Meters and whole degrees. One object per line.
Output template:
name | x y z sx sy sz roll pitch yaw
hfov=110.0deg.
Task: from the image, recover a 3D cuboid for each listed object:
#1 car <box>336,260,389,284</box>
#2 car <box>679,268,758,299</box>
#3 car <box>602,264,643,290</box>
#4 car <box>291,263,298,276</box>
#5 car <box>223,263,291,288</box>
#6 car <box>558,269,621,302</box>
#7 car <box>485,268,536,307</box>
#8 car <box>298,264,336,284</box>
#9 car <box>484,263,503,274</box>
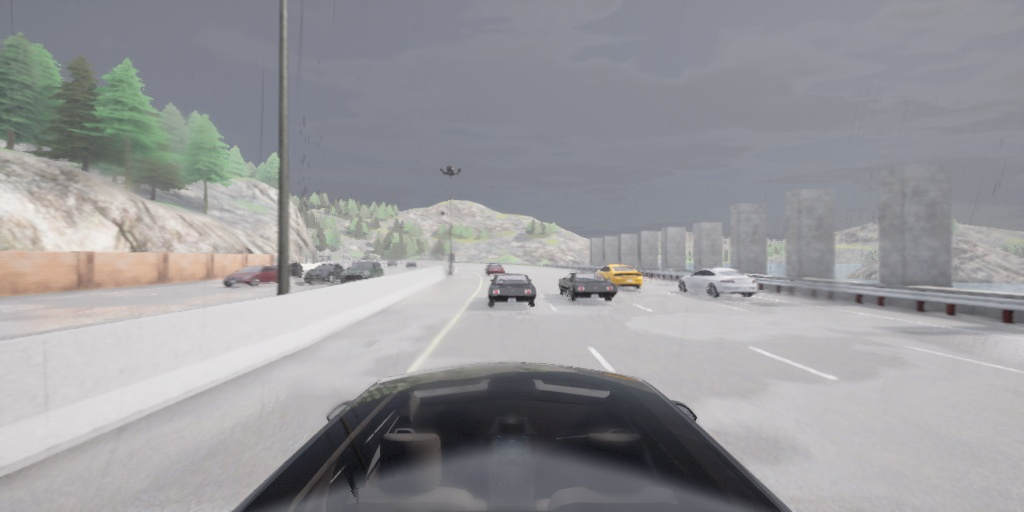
car | -11.287 1.220 27.404 2.097 1.767 4.553 0 0 -4
car | 10.395 1.311 18.393 1.812 1.442 4.674 0 0 -2
car | 6.725 1.289 23.264 1.882 1.535 5.008 0 0 -3
car | -22.577 1.429 35.696 1.837 1.490 4.892 0 1 -6
car | -18.156 1.405 25.472 1.812 1.442 4.674 0 0 -4
car | 3.427 1.399 17.247 1.895 1.301 4.718 0 0 -1
car | -0.046 1.402 15.885 1.895 1.301 4.718 0 0 -1
car | -14.913 1.392 29.062 1.837 1.490 4.892 0 -1 -5
car | -2.110 1.465 41.947 1.994 1.385 4.181 0 0 -9
